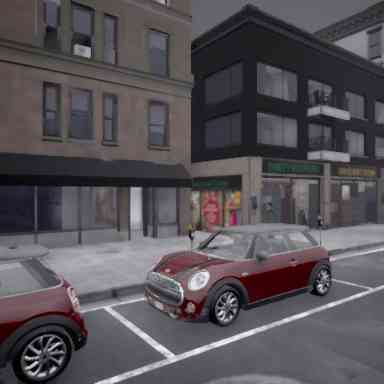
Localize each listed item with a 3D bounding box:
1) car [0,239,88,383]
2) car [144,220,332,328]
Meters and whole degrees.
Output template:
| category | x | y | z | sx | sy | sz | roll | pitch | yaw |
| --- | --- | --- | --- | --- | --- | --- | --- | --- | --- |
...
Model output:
| category | x | y | z | sx | sy | sz | roll | pitch | yaw |
| --- | --- | --- | --- | --- | --- | --- | --- | --- | --- |
| car | -3.439 | 1.439 | 3.734 | 4.097 | 1.590 | 1.967 | 0 | 0 | -35 |
| car | 1.047 | 1.439 | 6.934 | 4.097 | 1.590 | 1.967 | 0 | 0 | -35 |
